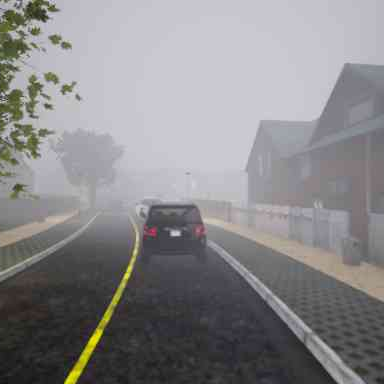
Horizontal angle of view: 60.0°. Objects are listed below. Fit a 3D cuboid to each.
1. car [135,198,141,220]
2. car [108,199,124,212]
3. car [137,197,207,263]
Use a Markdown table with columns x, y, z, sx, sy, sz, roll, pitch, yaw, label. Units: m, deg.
| x | y | z | sx | sy | sz | roll | pitch | yaw | label |
| --- | --- | --- | --- | --- | --- | --- | --- | --- | --- |
| -3.478 | 1.450 | 27.616 | 2.150 | 2.045 | 5.566 | 0 | 0 | -12 | car |
| -9.728 | 1.733 | 42.776 | 1.882 | 1.535 | 5.008 | 0 | -1 | -12 | car |
| -0.804 | 1.362 | 12.718 | 2.150 | 2.045 | 5.566 | 0 | 0 | -7 | car |
